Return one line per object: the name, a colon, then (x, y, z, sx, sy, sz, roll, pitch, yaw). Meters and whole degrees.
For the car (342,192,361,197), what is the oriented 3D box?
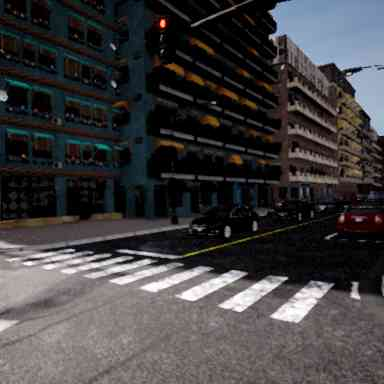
car: (24.822, 0.973, 52.980, 2.192, 1.841, 5.009, -1, 0, 36)

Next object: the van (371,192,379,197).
van: (41.493, 0.793, 75.877, 1.690, 1.788, 3.998, -1, 0, 36)

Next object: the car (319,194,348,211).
car: (13.703, 1.262, 33.294, 2.128, 1.511, 4.902, -2, -1, 36)

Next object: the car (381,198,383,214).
car: (18.264, 1.202, 29.730, 1.947, 1.339, 4.313, -1, 0, 36)

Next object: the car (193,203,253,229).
car: (2.137, 1.505, 21.968, 1.887, 1.381, 4.507, -1, 0, 36)

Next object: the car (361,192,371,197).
car: (31.495, 1.124, 62.138, 2.008, 1.369, 4.403, -1, 0, 36)

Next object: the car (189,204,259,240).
car: (1.750, 1.437, 16.897, 1.837, 1.490, 4.892, -2, -1, 36)

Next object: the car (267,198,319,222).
car: (7.691, 1.356, 25.055, 1.837, 1.490, 4.892, -2, -1, 36)

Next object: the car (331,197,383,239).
car: (8.352, 1.208, 15.930, 1.967, 1.590, 4.097, -1, 0, 36)

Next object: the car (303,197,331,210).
car: (14.825, 1.355, 39.241, 1.947, 1.339, 4.313, -1, 0, 36)
